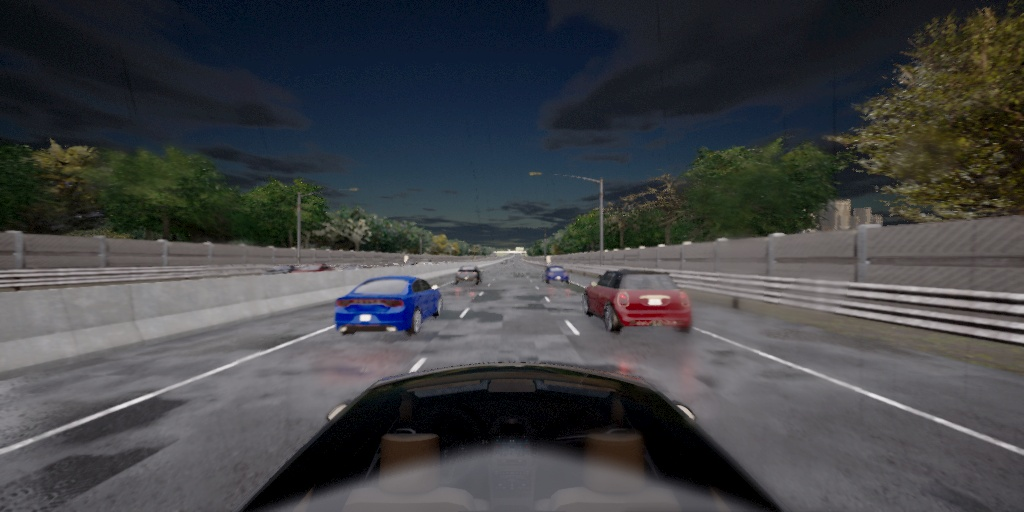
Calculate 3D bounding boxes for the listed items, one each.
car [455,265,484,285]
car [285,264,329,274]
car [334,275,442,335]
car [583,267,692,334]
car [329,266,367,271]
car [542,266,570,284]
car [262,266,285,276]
[{"bbox_3d":[-3.410,1.493,29.164,2.128,1.511,4.902,0,-1,0],"label":"car"},{"bbox_3d":[-17.597,1.504,32.076,1.882,1.535,5.008,0,-1,0],"label":"car"},{"bbox_3d":[-3.404,1.309,10.800,1.882,1.535,5.008,0,-1,0],"label":"car"},{"bbox_3d":[3.597,1.187,11.149,2.097,1.767,4.553,0,-1,0],"label":"car"},{"bbox_3d":[-14.098,1.591,32.166,1.994,1.385,4.181,0,-1,0],"label":"car"},{"bbox_3d":[3.590,1.535,29.871,1.812,1.442,4.674,0,-1,0],"label":"car"},{"bbox_3d":[-21.094,1.601,33.350,1.994,1.385,4.181,0,-1,0],"label":"car"}]
